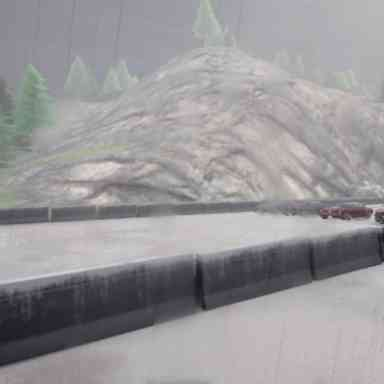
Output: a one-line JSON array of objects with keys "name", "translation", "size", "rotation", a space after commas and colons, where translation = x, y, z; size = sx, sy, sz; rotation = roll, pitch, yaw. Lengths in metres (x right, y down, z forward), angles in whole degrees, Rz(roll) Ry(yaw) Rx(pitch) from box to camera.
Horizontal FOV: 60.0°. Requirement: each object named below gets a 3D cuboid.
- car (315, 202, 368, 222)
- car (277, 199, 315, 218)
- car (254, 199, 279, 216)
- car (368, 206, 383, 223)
[{"name": "car", "translation": [11.737, 1.467, 25.234], "size": [4.718, 1.301, 1.895], "rotation": [0, 0, -35]}, {"name": "car", "translation": [9.692, 1.466, 28.074], "size": [4.718, 1.301, 1.895], "rotation": [0, 0, -35]}, {"name": "car", "translation": [8.288, 1.408, 31.370], "size": [5.357, 1.411, 2.033], "rotation": [0, 0, -35]}, {"name": "car", "translation": [14.508, 1.339, 22.908], "size": [5.008, 1.535, 1.882], "rotation": [0, 0, -35]}]
